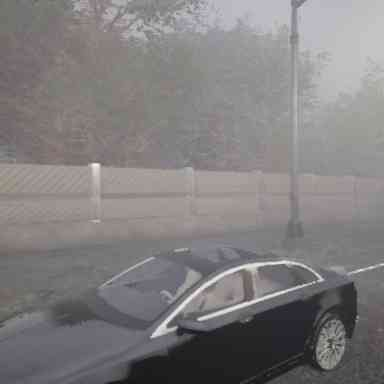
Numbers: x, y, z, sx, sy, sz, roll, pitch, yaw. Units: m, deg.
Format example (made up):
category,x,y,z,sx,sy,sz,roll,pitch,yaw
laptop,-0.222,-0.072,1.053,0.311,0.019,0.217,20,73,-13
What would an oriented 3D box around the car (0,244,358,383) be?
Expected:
category,x,y,z,sx,sy,sz,roll,pitch,yaw
car,0.067,1.478,4.037,4.902,1.511,2.128,0,0,-35
